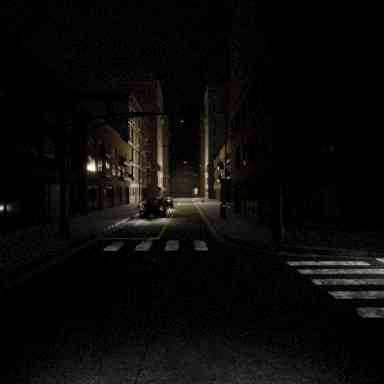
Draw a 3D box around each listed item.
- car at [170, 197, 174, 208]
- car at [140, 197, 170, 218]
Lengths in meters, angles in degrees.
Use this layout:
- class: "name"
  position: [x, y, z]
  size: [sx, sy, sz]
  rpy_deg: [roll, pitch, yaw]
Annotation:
- class: "car"
  position: [-3.548, 1.471, 46.179]
  size: [2.128, 1.511, 4.902]
  rpy_deg: [0, 0, 0]
- class: "car"
  position: [-3.317, 1.343, 29.436]
  size: [2.097, 1.767, 4.553]
  rpy_deg: [0, 0, -1]
